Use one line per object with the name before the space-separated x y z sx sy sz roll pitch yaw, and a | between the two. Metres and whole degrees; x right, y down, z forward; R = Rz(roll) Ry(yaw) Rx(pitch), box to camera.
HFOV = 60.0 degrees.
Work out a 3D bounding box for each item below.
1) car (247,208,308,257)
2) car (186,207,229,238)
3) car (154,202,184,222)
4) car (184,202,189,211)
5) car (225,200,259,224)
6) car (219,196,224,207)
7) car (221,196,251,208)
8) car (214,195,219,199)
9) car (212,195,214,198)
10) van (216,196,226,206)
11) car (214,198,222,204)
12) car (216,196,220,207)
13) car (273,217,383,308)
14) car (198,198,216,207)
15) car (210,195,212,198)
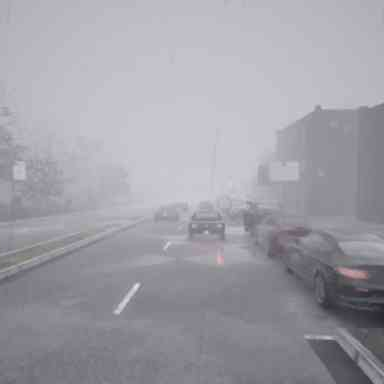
car | 3.722 1.629 13.389 2.163 1.488 4.792 0 0 2
car | 0.819 1.744 18.754 1.895 1.301 4.718 0 0 2
car | -2.034 1.762 28.468 1.994 1.385 4.181 0 0 2
car | -1.406 1.913 43.943 1.895 1.301 4.718 0 0 2
car | 4.401 1.762 29.918 2.002 1.452 4.674 0 0 2
car | 4.859 1.678 41.056 2.185 1.767 4.553 0 0 2
car | 4.632 1.638 35.535 2.185 1.767 4.553 0 0 2
car | 5.538 1.675 57.552 2.435 2.045 5.566 0 0 2
car | 6.222 1.923 74.178 2.185 1.767 4.553 0 0 2
van | 6.001 1.783 68.806 1.878 1.987 4.442 0 0 2
car | 6.672 2.170 85.121 2.002 1.452 4.674 0 0 2
car | 5.314 1.886 52.122 2.097 1.535 5.008 0 0 2
car | 3.513 1.599 7.897 2.002 1.452 4.674 2 0 2
car | 1.836 1.831 43.984 1.837 1.490 4.892 0 -1 3
car | 6.898 2.172 90.638 2.231 1.521 4.892 0 0 2
